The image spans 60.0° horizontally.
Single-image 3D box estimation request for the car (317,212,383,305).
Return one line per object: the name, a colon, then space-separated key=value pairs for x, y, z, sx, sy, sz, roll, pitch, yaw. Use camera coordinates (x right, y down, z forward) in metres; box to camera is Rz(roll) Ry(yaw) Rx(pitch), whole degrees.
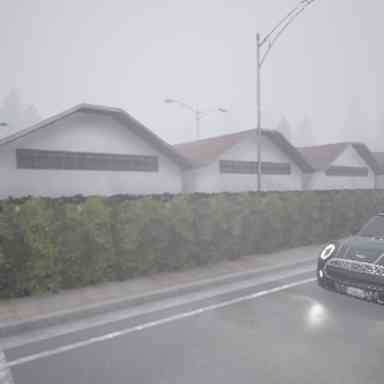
car: x=4.844 y=1.223 z=7.454 sx=4.553 sy=1.767 sz=2.097 roll=-1 pitch=1 yaw=-36
